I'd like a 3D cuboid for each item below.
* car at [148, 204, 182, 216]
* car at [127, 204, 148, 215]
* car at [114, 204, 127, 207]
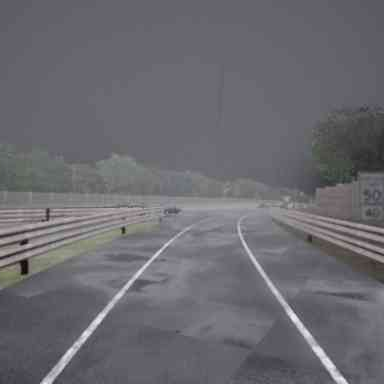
[{"bbox_3d":[-3.100,2.349,43.445,2.128,1.511,4.902,-1,-2,29],"label":"car"},{"bbox_3d":[-6.171,2.394,45.122,1.837,1.490,4.892,-1,-2,29],"label":"car"},{"bbox_3d":[-9.239,2.427,46.801,1.837,1.490,4.892,-1,-2,29],"label":"car"}]
